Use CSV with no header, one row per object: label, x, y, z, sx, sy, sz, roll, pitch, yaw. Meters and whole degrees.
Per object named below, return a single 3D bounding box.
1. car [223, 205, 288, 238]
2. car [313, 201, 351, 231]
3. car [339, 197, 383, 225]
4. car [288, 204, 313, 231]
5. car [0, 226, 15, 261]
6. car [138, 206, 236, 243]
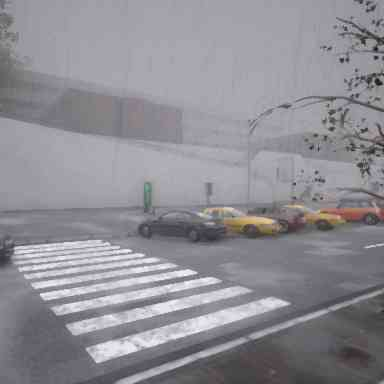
car,2.039,1.508,17.867,5.366,1.575,1.946,-1,-1,35
car,6.899,1.533,21.328,5.366,1.575,1.946,-1,-1,35
car,11.627,1.431,24.876,4.553,1.767,2.185,-1,-1,34
car,4.289,1.555,19.714,4.792,1.488,2.163,-1,-1,35
car,-7.832,1.493,11.060,4.892,1.521,2.231,-1,-1,34
car,-0.542,1.545,16.236,4.674,1.452,2.002,-1,-1,35
